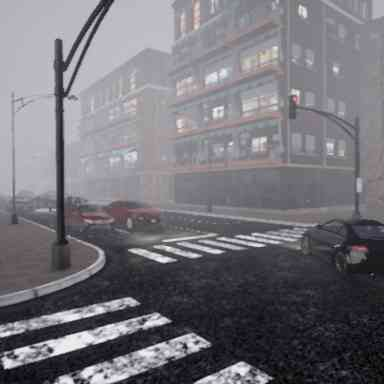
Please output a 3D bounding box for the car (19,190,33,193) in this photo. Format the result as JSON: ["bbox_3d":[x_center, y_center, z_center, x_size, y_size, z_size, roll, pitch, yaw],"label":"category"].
[{"bbox_3d":[-29.143,0.451,58.310,1.882,1.535,5.008,-1,1,-37],"label":"car"}]

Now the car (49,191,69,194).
[{"bbox_3d":[-19.521,0.682,49.940,1.947,1.339,4.313,0,1,-37],"label":"car"}]

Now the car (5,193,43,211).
[{"bbox_3d":[-15.872,1.030,31.285,2.008,1.369,4.403,0,1,-37],"label":"car"}]

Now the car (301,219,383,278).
[{"bbox_3d":[4.763,1.474,9.890,1.994,1.385,4.181,1,1,1],"label":"car"}]

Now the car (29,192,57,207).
[{"bbox_3d":[-15.529,0.966,35.132,1.994,1.385,4.181,-1,1,-36],"label":"car"}]

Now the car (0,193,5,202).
[{"bbox_3d":[-26.197,0.809,44.875,1.802,1.307,4.206,0,1,-37],"label":"car"}]

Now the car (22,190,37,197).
[{"bbox_3d":[-33.392,0.319,68.195,1.752,1.417,4.829,0,1,-37],"label":"car"}]

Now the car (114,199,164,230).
[{"bbox_3d":[-3.509,1.186,19.283,1.882,1.535,5.008,-1,1,-37],"label":"car"}]

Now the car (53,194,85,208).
[{"bbox_3d":[-9.512,1.117,27.187,1.994,1.385,4.181,-1,1,-37],"label":"car"}]

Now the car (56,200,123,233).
[{"bbox_3d":[-5.545,1.325,17.696,1.802,1.307,4.206,0,1,-37],"label":"car"}]
